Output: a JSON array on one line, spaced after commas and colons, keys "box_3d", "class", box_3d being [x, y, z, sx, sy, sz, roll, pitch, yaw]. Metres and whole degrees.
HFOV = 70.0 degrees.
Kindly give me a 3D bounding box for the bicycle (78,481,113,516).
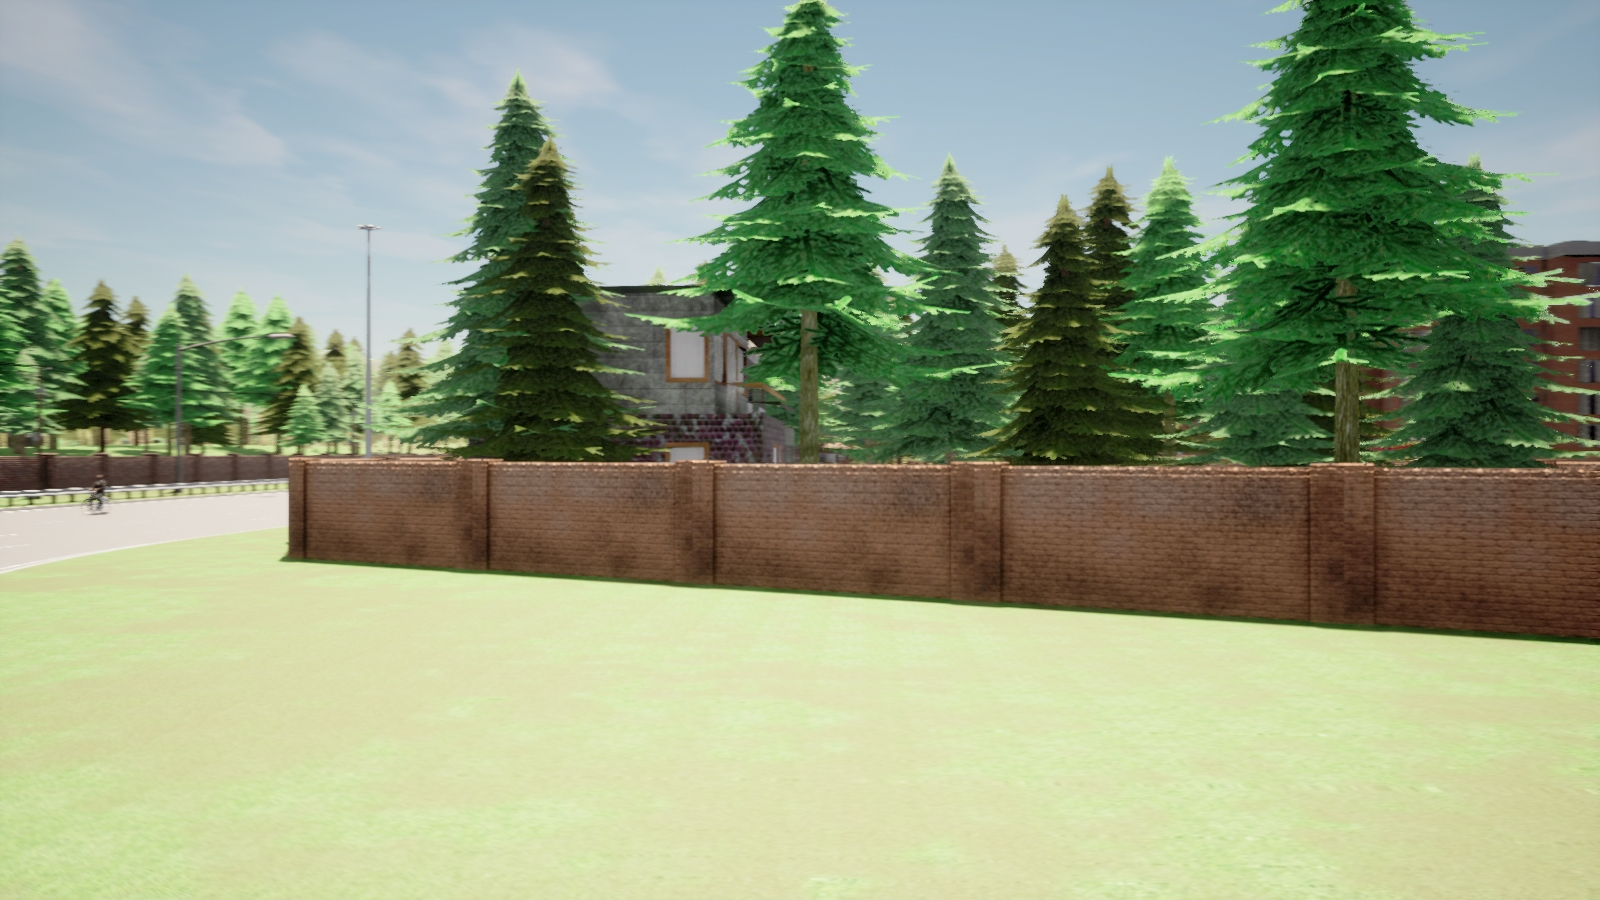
[{"box_3d": [-31.143, 2.143, 50.515, 0.329, 1.471, 1.835, 0, 0, 3], "class": "bicycle"}]
